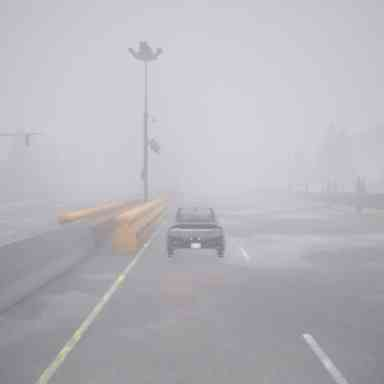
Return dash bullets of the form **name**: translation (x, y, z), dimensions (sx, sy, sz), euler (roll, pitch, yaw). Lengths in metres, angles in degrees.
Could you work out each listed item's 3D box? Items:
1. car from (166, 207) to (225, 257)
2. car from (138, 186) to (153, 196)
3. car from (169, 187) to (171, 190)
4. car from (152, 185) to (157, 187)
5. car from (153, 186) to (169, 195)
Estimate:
- **car**: translation (0.122, 1.282, 12.068), dimensions (2.128, 1.511, 4.902), euler (0, 1, 0)
- **car**: translation (-10.162, -0.003, 71.023), dimensions (2.033, 1.411, 5.357), euler (0, 1, 0)
- **car**: translation (-6.577, -0.540, 86.613), dimensions (2.097, 1.767, 4.553), euler (0, 1, 0)
- **car**: translation (-10.076, -0.671, 86.676), dimensions (2.150, 2.045, 5.566), euler (0, 1, 0)
- **car**: translation (-6.662, -0.042, 71.003), dimensions (1.837, 1.490, 4.892), euler (0, 1, 0)
